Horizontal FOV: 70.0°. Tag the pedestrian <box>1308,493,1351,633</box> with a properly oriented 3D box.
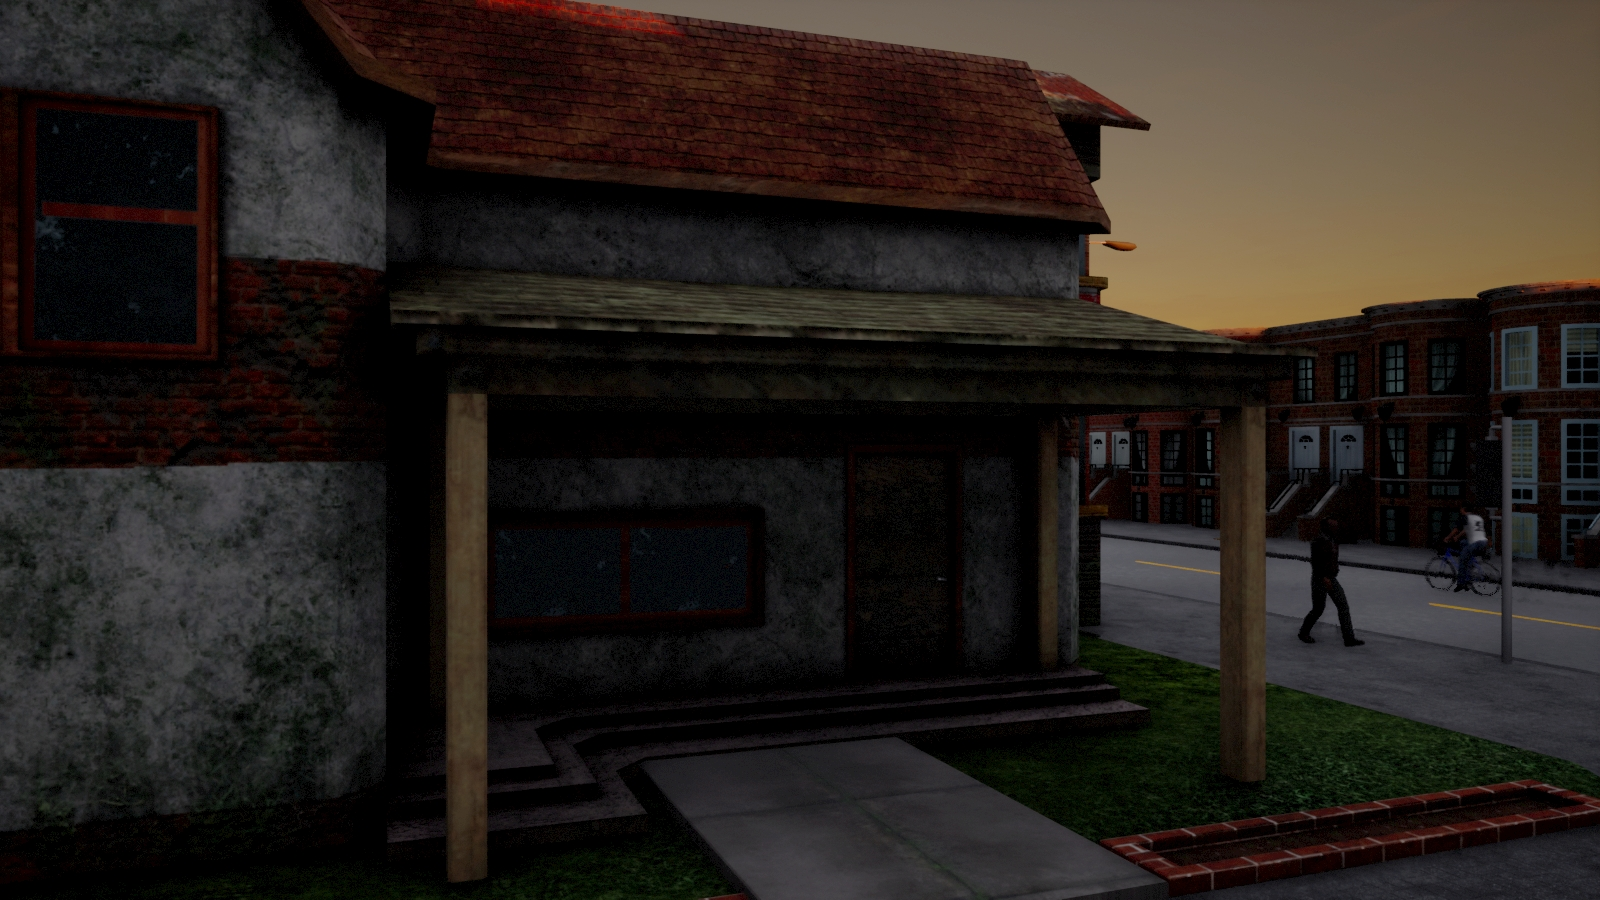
[{"bbox_3d":[7.214,1.524,15.569,0.375,1.860,0.375,0,0,-25],"label":"pedestrian"}]
